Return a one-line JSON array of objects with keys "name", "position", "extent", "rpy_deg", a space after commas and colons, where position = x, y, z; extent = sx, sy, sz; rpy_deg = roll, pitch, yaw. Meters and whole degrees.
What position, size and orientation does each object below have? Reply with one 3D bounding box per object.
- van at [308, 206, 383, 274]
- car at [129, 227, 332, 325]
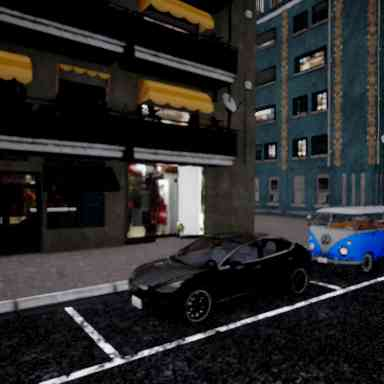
[{"name": "van", "position": [5.297, 1.341, 10.335], "extent": [3.998, 1.788, 1.690], "rpy_deg": [0, 0, -36]}, {"name": "car", "position": [0.801, 1.566, 7.126], "extent": [4.313, 1.339, 1.947], "rpy_deg": [0, 1, -36]}]
